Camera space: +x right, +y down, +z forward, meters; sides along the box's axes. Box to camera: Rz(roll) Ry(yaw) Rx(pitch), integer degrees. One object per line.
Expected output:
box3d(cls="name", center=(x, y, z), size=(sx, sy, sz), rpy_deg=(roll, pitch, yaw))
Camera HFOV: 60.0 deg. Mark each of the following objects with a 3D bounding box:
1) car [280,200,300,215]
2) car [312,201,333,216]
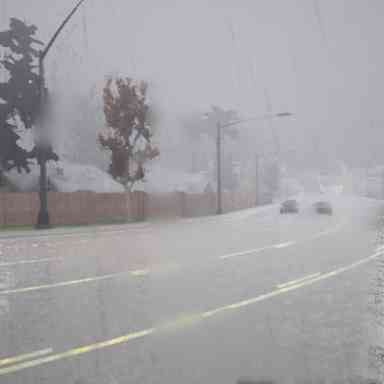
box3d(cls="car", center=(11.525, 1.710, 38.996), size=(2.097, 1.767, 4.553), rpy_deg=(-1, -1, 20))
box3d(cls="car", center=(14.447, 1.794, 36.807), size=(1.882, 1.535, 5.008), rpy_deg=(-1, -1, 20))
